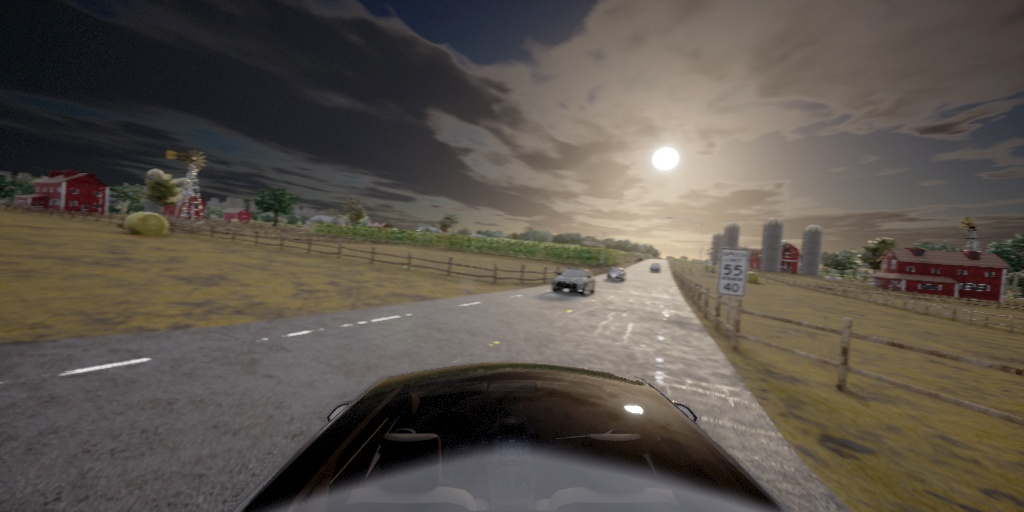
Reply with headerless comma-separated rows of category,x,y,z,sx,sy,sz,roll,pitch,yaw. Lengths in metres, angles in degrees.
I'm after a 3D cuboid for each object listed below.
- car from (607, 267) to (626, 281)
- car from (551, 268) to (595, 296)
car,12.921,2.189,44.217,2.128,1.511,4.902,5,1,23
car,4.178,1.566,23.695,2.097,1.767,4.553,5,0,23
